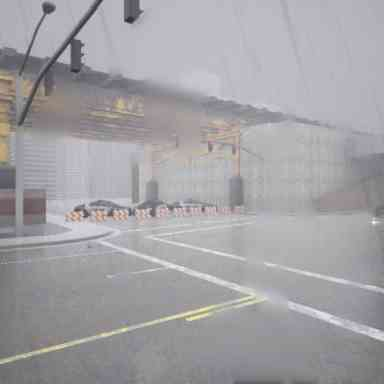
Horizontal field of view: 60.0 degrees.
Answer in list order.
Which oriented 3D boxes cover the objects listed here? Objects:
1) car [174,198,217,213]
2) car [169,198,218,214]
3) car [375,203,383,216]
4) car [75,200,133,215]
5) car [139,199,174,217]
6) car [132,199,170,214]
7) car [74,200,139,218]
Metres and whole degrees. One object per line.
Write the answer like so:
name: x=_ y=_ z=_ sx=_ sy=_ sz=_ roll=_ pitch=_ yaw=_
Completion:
car: x=0.091 y=1.295 z=35.267 sx=4.536 sy=1.218 sz=1.853 roll=0 pitch=0 yaw=-7
car: x=0.142 y=1.453 z=35.273 sx=4.974 sy=1.542 sz=2.038 roll=0 pitch=0 yaw=-7
car: x=19.177 y=1.478 z=31.459 sx=5.008 sy=1.535 sz=1.882 roll=0 pitch=0 yaw=-37
car: x=-7.560 y=1.295 z=28.831 sx=4.536 sy=1.218 sz=1.853 roll=0 pitch=0 yaw=8
car: x=-3.766 y=1.453 z=31.511 sx=2.038 sy=1.542 sz=4.974 roll=0 pitch=0 yaw=18
car: x=-3.750 y=1.295 z=31.561 sx=1.853 sy=1.218 sz=4.536 roll=0 pitch=0 yaw=18
car: x=-7.509 y=1.453 z=28.824 sx=4.974 sy=1.542 sz=2.038 roll=0 pitch=0 yaw=8
